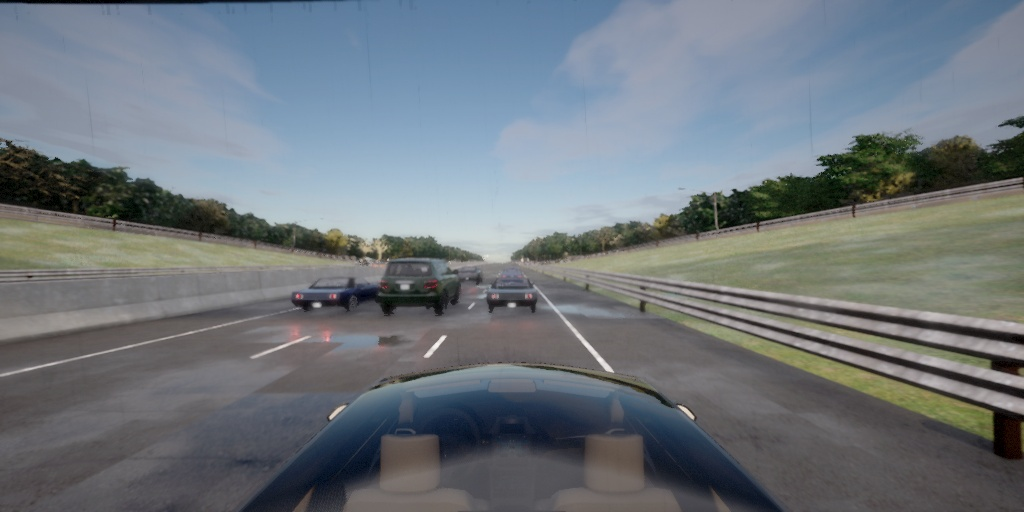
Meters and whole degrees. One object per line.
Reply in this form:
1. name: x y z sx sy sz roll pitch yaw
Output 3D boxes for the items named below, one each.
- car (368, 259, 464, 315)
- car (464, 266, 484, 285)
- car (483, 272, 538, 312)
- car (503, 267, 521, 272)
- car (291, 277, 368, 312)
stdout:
1. car: -3.490 1.124 14.417 2.150 2.045 5.566 0 0 0
2. car: -3.477 1.598 30.362 2.128 1.511 4.902 0 -1 1
3. car: 0.019 1.509 15.117 1.895 1.301 4.718 0 -1 1
4. car: 0.011 1.639 29.398 2.033 1.411 5.357 0 -1 0
5. car: -6.981 1.509 15.116 1.895 1.301 4.718 0 -1 1
